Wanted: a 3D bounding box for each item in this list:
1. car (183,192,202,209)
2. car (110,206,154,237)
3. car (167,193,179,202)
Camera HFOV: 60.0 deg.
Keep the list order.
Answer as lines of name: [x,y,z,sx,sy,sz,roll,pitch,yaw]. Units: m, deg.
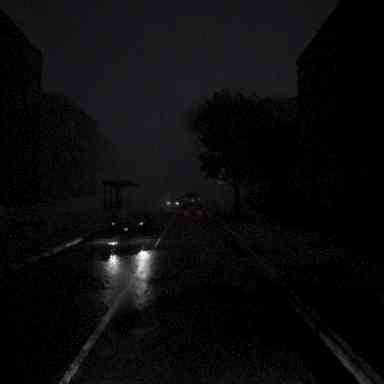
car: [0.084,0.999,42.405,2.150,2.045,5.566,0,1,0]
car: [-3.174,1.512,18.275,1.812,1.442,4.674,0,0,0]
car: [-3.423,0.902,60.359,2.097,1.767,4.553,0,1,0]
